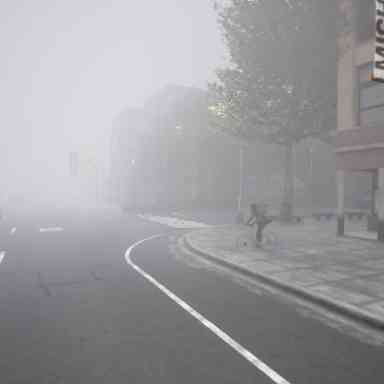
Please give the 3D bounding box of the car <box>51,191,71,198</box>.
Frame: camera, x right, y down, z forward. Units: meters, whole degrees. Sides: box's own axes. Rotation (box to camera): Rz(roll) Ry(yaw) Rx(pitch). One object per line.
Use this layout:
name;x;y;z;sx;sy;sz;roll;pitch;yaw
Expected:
car;-27.134;0.427;68.978;1.882;1.535;5.008;1;1;11

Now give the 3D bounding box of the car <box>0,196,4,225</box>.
car;-11.242;1.183;17.631;2.128;1.511;4.902;0;1;-26

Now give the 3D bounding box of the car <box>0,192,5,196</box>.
car;-29.208;0.655;48.887;2.128;1.511;4.902;0;1;-15

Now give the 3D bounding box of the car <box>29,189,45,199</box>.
car;-31.070;0.560;64.446;1.895;1.301;4.718;1;1;2

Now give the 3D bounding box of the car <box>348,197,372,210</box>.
car;20.150;1.270;38.324;4.674;1.442;1.812;0;1;-25

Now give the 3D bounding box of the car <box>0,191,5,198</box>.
car;-37.788;0.513;63.079;1.895;1.301;4.718;1;1;4

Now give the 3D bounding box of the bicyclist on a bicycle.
bicyclist on a bicycle;2.144;1.195;10.874;1.656;1.620;0.582;0;1;-26

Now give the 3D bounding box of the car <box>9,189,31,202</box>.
car;-25.288;0.728;48.585;1.812;1.442;4.674;0;1;-18

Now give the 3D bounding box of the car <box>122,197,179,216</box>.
car;-3.402;1.176;27.484;4.674;1.442;1.812;0;1;-18
